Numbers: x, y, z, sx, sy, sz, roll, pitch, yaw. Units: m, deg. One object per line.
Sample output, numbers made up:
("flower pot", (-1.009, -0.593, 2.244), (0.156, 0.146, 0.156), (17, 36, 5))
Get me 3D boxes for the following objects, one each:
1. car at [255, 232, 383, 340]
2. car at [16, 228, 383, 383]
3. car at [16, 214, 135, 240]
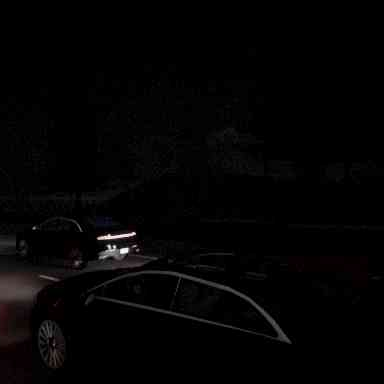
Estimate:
("car", (3.656, 1.601, 5.683), (4.718, 1.301, 1.895), (0, 0, 36))
("car", (-0.021, 1.490, 4.002), (4.902, 1.511, 2.128), (0, 0, 35))
("car", (-3.925, 1.478, 11.001), (4.902, 1.511, 2.128), (0, 0, 36))
